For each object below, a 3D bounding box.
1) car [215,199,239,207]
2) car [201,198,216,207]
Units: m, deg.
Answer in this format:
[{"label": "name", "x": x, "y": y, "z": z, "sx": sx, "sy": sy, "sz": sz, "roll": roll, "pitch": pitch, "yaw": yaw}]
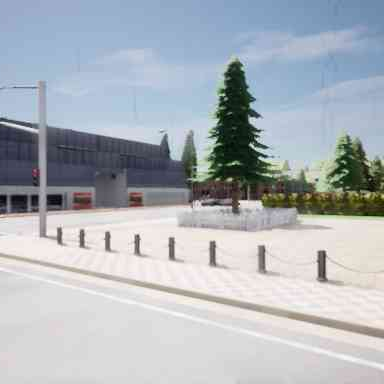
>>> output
[{"label": "car", "x": 6.351, "y": 1.835, "z": 57.092, "sx": 1.994, "sy": 1.385, "sz": 4.181, "roll": -1, "pitch": 0, "yaw": 36}, {"label": "car", "x": 3.682, "y": 1.850, "z": 59.367, "sx": 2.033, "sy": 1.411, "sz": 5.357, "roll": -1, "pitch": 0, "yaw": 36}]
